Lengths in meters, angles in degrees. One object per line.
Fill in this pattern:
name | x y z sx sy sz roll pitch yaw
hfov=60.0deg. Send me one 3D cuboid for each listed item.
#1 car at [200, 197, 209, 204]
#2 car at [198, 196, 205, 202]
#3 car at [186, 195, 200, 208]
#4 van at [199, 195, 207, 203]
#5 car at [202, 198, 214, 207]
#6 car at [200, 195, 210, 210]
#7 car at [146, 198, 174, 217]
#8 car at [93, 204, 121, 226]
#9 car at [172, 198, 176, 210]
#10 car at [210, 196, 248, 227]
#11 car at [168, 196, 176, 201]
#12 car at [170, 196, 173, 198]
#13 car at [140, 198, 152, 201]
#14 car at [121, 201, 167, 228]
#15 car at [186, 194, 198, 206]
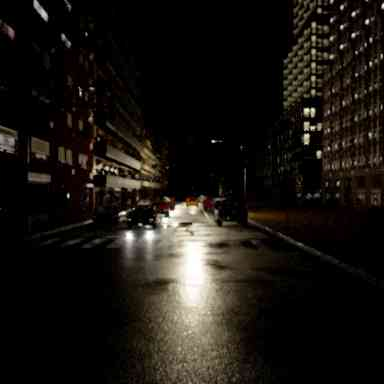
car | 2.655 1.876 73.458 1.752 1.417 4.829 0 0 0
car | 2.643 1.923 95.394 1.967 1.590 4.097 0 0 0
car | 0.081 1.692 52.561 1.882 1.535 5.008 1 0 0
van | 2.653 1.723 78.814 1.690 1.788 3.998 0 0 0
car | 2.663 1.804 56.708 1.887 1.381 4.507 0 0 0
car | 2.670 1.516 45.655 2.192 1.841 5.009 0 0 0
car | -3.111 1.609 32.515 1.812 1.442 4.674 1 0 0
car | -5.698 1.570 23.544 2.008 1.369 4.403 0 0 0
car | -3.105 1.734 42.512 1.895 1.301 4.718 1 0 0
car | 2.682 1.410 23.550 2.192 1.841 5.009 0 0 0
car | -5.737 1.952 95.390 1.887 1.381 4.507 0 0 0
car | -5.724 1.798 73.114 1.752 1.417 4.829 0 0 0
car | -5.707 1.648 40.124 2.008 1.369 4.403 0 0 0
car | -3.105 1.586 22.638 2.033 1.411 5.357 1 0 0
car | -0.020 1.490 63.038 2.150 2.045 5.566 1 0 0
